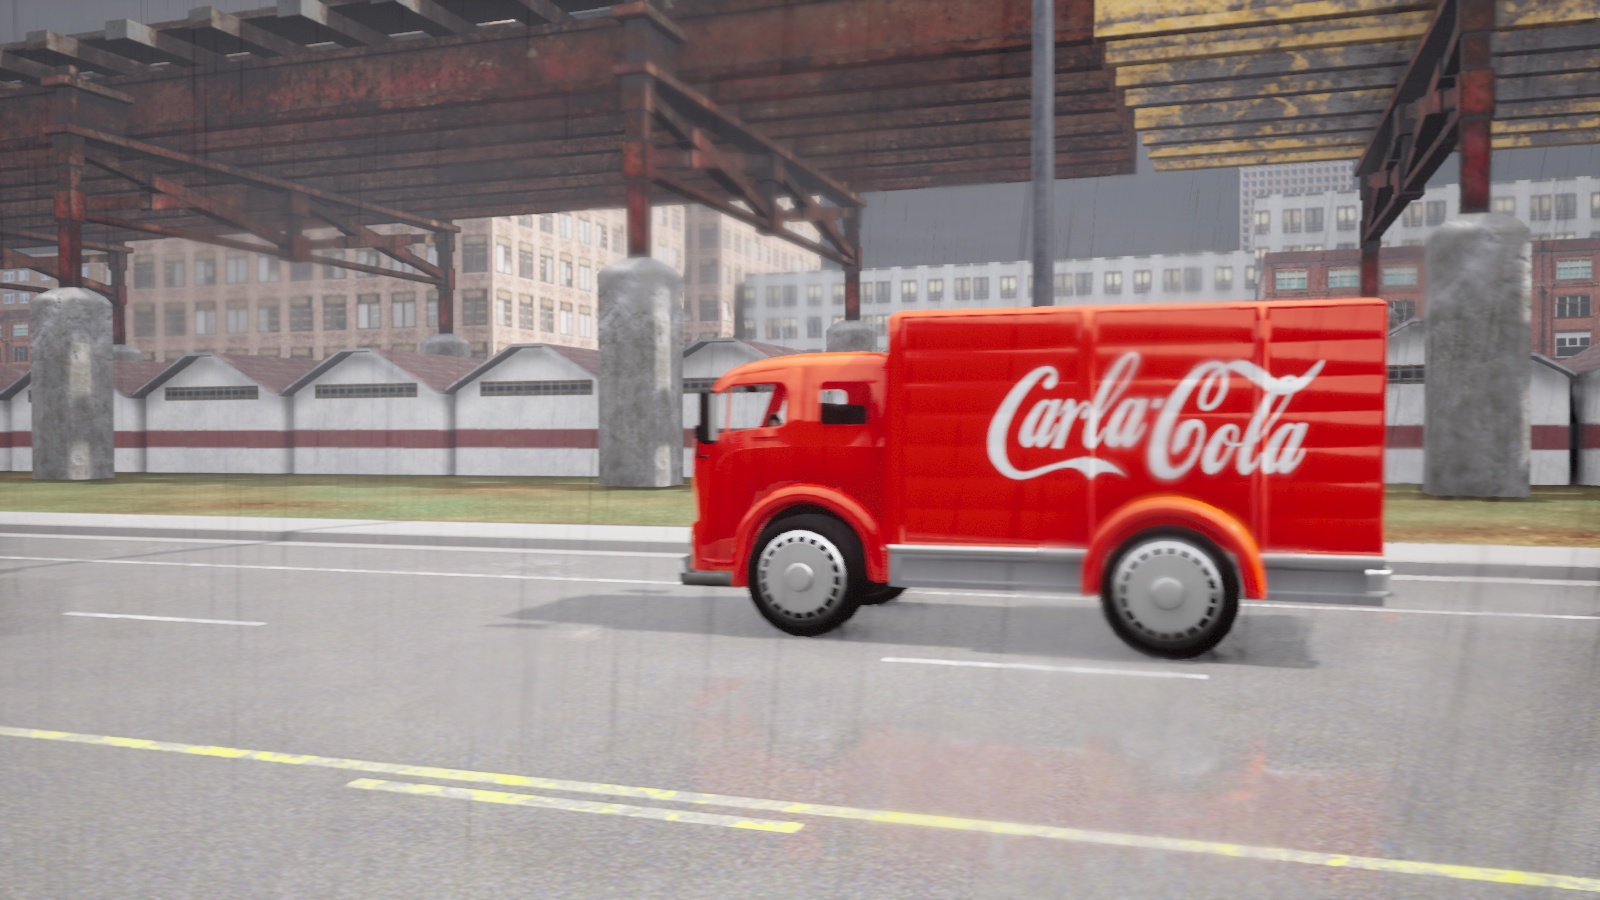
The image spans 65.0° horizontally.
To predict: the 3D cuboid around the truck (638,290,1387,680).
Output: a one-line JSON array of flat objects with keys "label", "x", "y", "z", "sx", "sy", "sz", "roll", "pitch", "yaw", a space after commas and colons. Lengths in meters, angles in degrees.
[{"label": "truck", "x": 1.651, "y": 0.185, "z": 10.017, "sx": 5.204, "sy": 2.467, "sz": 2.627, "roll": 1, "pitch": 1, "yaw": 19}]
